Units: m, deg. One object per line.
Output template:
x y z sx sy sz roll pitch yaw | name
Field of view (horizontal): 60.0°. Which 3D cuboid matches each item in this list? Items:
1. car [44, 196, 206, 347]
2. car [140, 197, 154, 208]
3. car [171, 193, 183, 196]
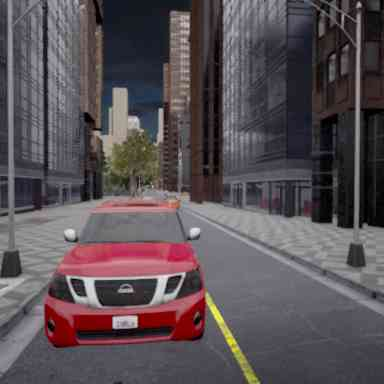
-1.139 1.221 6.761 2.150 2.045 5.566 0 0 -7 | car
-6.370 1.484 47.313 1.812 1.442 4.674 0 0 -7 | car
-2.814 1.320 43.978 2.097 1.767 4.553 0 0 -7 | car
